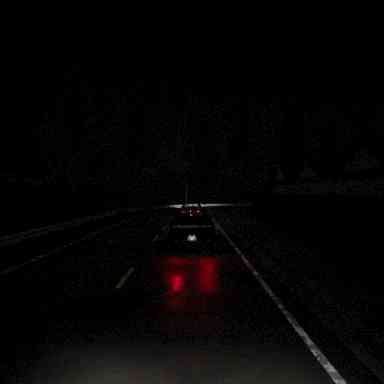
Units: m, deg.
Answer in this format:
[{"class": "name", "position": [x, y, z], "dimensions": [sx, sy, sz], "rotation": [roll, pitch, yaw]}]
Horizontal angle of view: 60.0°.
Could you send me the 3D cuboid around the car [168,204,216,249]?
[{"class": "car", "position": [0.000, 1.495, 14.650], "dimensions": [2.128, 1.511, 4.902], "rotation": [0, 0, 0]}]
